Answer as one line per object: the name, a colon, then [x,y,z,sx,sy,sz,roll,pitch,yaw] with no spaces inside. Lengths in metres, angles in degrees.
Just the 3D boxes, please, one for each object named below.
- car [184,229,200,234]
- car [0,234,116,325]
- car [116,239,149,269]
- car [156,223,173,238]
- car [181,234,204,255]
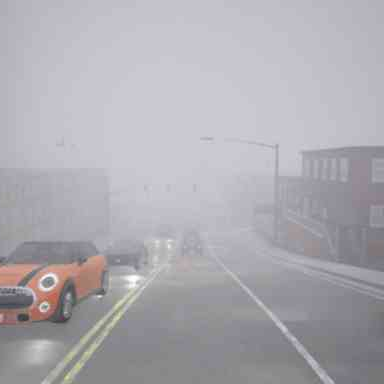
car: [0.004,5.029,38.932,1.994,1.385,4.181,0,0,0]
car: [-3.589,1.972,8.364,2.097,1.767,4.553,0,-7,0]
car: [-3.586,3.389,18.676,1.882,1.535,5.008,0,-7,0]
car: [-3.499,4.912,42.874,1.837,1.490,4.892,0,1,0]
car: [0.003,4.665,28.956,1.895,1.301,4.718,0,-5,0]
